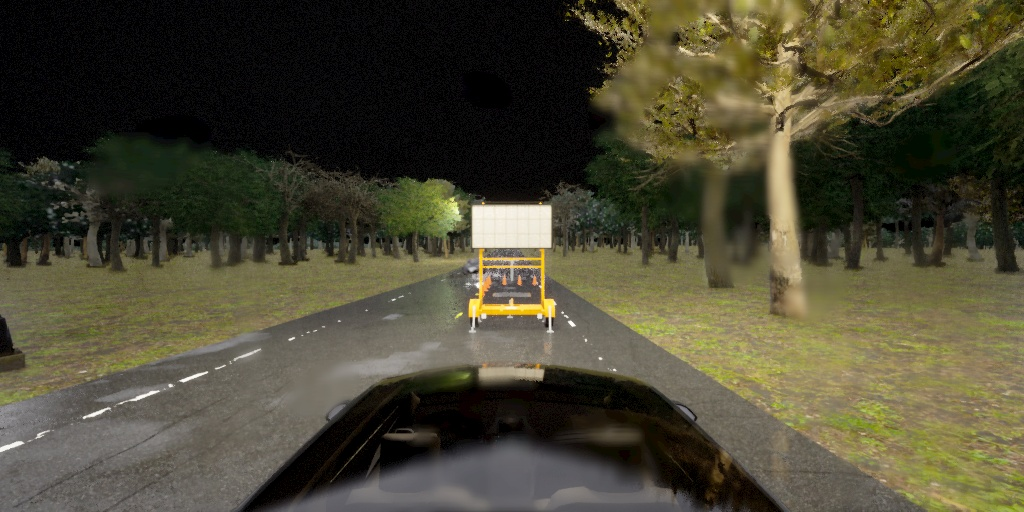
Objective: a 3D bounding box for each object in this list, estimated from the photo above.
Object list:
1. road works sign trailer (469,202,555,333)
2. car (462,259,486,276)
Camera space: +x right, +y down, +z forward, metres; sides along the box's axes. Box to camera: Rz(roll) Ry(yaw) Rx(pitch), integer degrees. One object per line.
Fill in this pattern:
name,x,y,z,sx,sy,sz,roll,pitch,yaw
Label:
road works sign trailer,-0.004,0.194,10.718,2.380,3.560,2.880,0,0,0
car,-3.513,1.000,33.753,2.128,1.511,4.902,0,1,0
